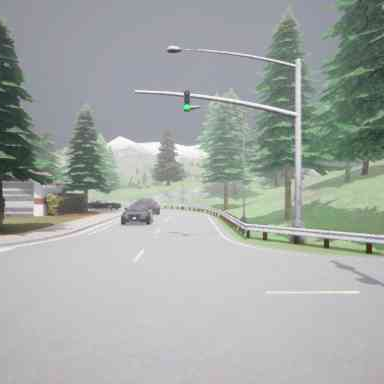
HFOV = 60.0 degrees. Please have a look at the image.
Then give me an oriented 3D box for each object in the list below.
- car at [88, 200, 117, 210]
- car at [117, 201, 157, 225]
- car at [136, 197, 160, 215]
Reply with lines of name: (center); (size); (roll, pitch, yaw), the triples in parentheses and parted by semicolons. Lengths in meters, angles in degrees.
car: (-11.244, 1.608, 41.717); (4.718, 1.301, 1.895); (0, 0, 14)
car: (-3.898, 1.564, 24.162); (1.994, 1.385, 4.181); (0, 0, -2)
car: (-4.697, 1.352, 33.955); (2.097, 1.767, 4.553); (0, 0, -19)
